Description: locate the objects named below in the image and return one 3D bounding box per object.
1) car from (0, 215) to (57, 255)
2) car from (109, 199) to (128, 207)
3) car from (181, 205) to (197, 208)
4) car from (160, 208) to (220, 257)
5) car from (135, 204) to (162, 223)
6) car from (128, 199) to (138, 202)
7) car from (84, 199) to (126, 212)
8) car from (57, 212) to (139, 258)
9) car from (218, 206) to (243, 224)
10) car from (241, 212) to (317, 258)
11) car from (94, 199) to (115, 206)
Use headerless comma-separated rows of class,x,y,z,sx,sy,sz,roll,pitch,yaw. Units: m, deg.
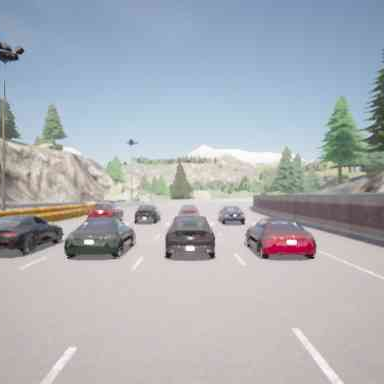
car,-7.074,1.682,13.945,1.812,1.442,4.674,0,0,0
car,-15.958,2.330,72.469,2.128,1.511,4.902,0,-1,14
car,-0.244,1.849,29.024,1.812,1.442,4.674,0,0,0
car,-0.073,1.660,13.634,1.837,1.490,4.892,0,0,0
car,-3.748,1.826,28.595,1.837,1.490,4.892,0,0,0
car,-12.640,2.316,71.317,1.812,1.442,4.674,0,-1,14
car,-7.247,1.668,28.467,2.097,1.767,4.553,0,-1,0
car,-3.570,1.716,13.500,1.994,1.385,4.181,0,-1,0
car,3.245,1.856,27.698,2.033,1.411,5.357,0,-1,0
car,3.425,1.715,13.454,1.994,1.385,4.181,0,-1,0
car,-19.269,2.357,73.619,2.033,1.411,5.357,0,-1,14
